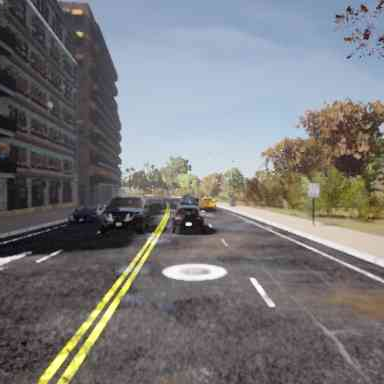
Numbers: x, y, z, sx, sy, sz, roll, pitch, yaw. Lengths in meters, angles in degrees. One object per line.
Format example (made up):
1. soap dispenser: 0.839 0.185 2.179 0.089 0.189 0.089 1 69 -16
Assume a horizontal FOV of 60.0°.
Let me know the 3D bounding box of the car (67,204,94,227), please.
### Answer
1. car: -7.053 1.560 22.988 1.994 1.385 4.181 0 0 -2

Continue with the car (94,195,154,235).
1. car: -3.669 1.218 19.055 2.150 2.045 5.566 0 0 -2

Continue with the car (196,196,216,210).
1. car: 1.940 1.453 42.514 1.882 1.535 5.008 0 0 -3

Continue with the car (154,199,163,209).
1. car: -4.781 1.581 44.288 1.895 1.301 4.718 0 0 -3

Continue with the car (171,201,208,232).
1. car: -0.246 1.519 19.780 1.812 1.442 4.674 0 0 -2

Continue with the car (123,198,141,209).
1. car: -8.081 1.549 45.136 1.994 1.385 4.181 0 0 -4

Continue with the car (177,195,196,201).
1. car: -1.027 1.473 37.709 2.128 1.511 4.902 0 0 -3
